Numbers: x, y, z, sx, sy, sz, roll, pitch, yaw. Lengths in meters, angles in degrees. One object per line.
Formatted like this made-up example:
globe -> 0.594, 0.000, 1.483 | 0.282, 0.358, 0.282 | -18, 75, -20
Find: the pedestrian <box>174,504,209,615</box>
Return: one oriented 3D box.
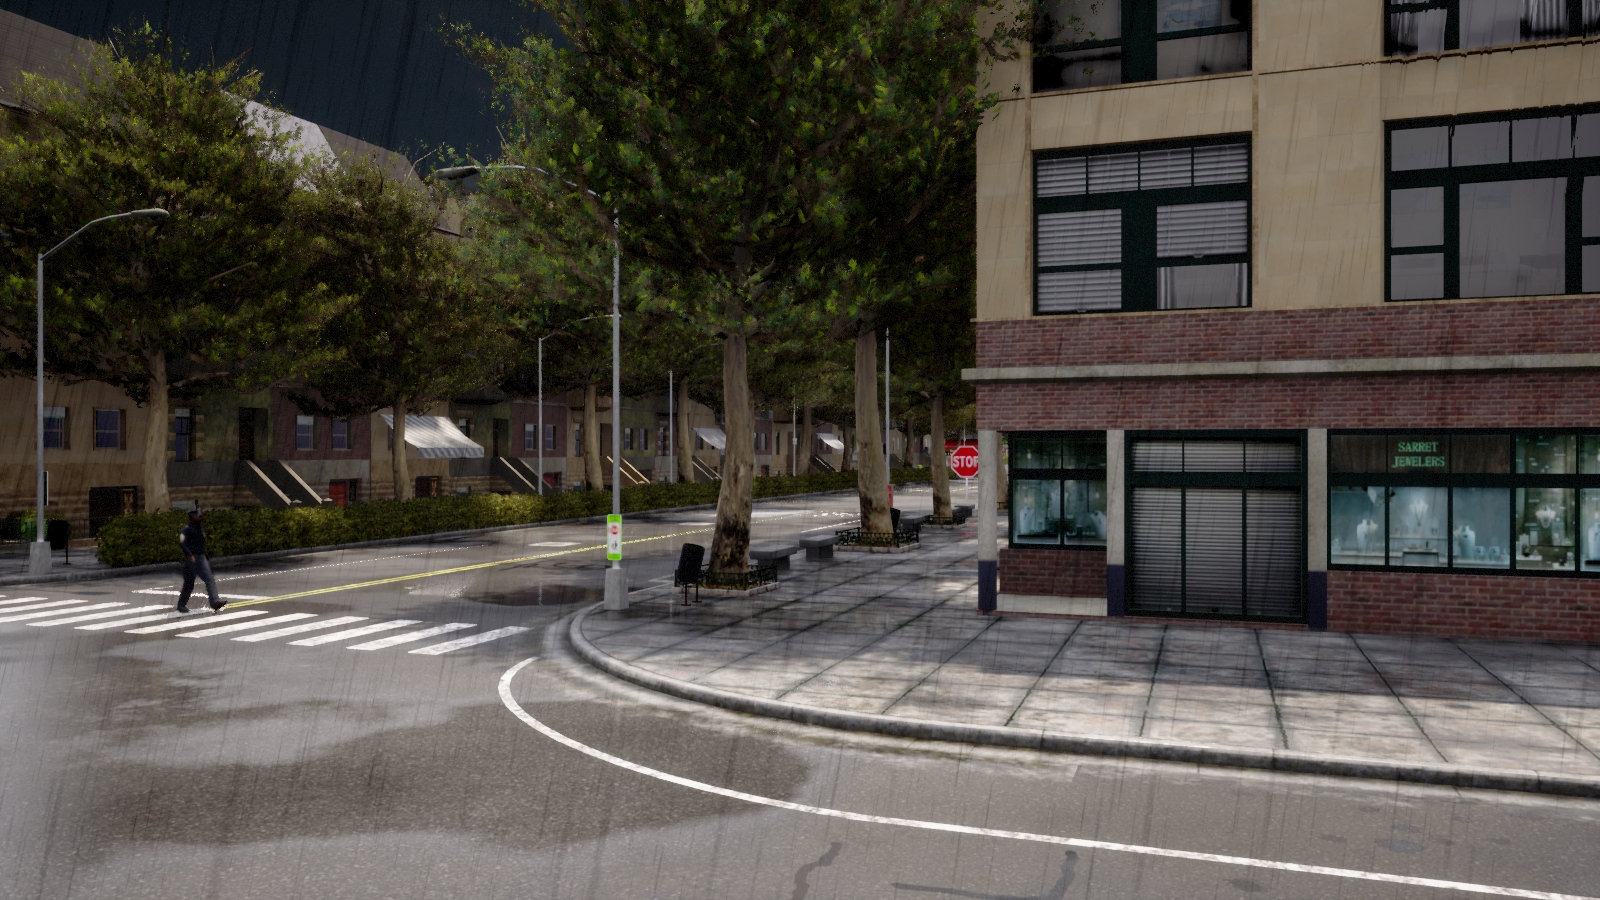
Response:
pedestrian -> -10.371, 1.855, 19.485 | 0.375, 1.860, 0.375 | 0, 0, 24
